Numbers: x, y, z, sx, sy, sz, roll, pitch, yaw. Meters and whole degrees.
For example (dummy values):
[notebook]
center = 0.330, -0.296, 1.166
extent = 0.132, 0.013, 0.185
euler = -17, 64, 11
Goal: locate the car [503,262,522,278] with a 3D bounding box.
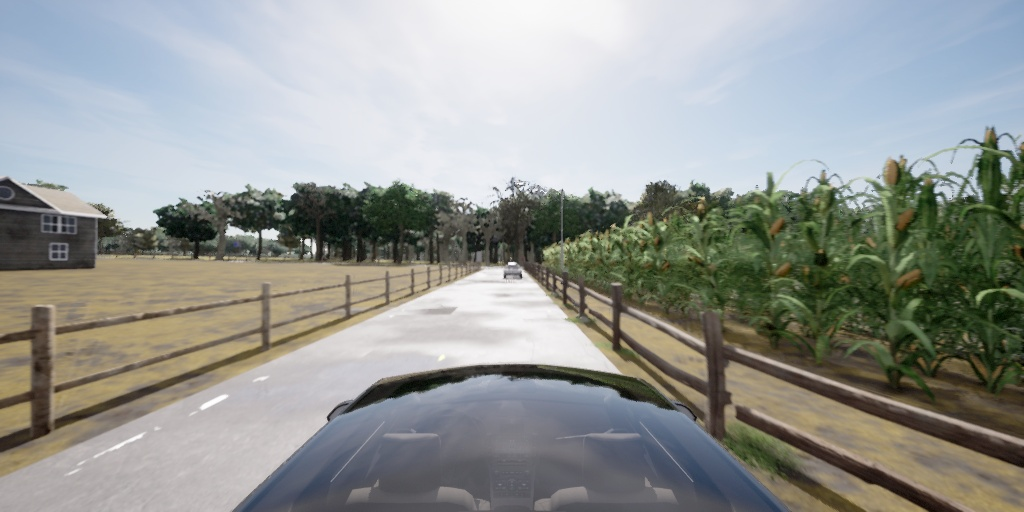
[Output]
[car]
center = 0.094, 1.544, 37.004
extent = 1.895, 1.301, 4.718
euler = 0, 0, 0
